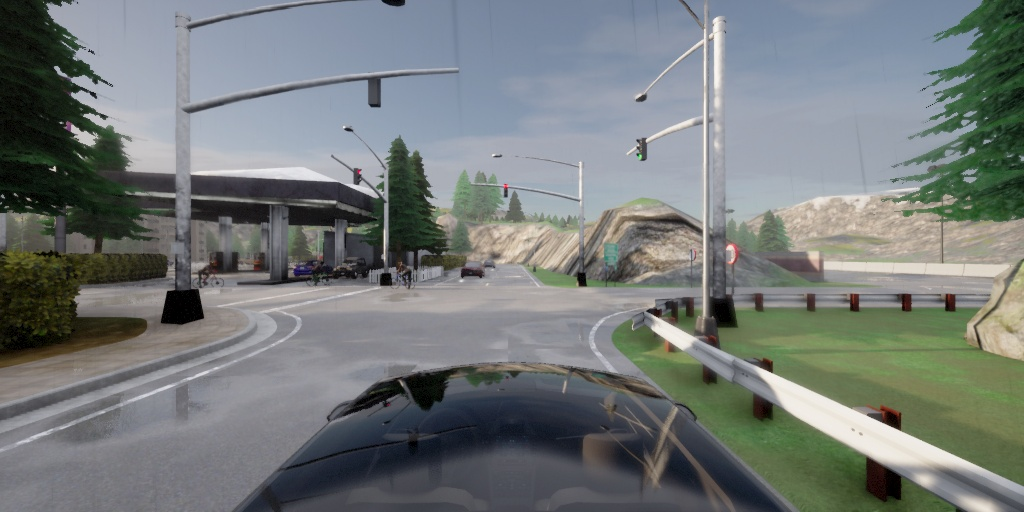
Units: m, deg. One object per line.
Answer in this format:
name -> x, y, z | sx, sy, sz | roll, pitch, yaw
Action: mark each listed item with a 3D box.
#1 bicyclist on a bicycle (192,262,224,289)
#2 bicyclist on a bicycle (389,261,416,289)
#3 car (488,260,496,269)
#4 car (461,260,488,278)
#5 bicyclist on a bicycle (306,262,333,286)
bicyclist on a bicycle -> -18.539, 1.190, 21.907 | 1.656, 1.620, 0.582 | 0, -1, -15
bicyclist on a bicycle -> -6.289, 1.115, 20.588 | 1.656, 1.620, 0.582 | 0, -1, 12
car -> -3.537, 1.297, 55.689 | 2.033, 1.411, 5.357 | 0, 0, 0
car -> -3.576, 1.228, 33.469 | 1.882, 1.535, 5.008 | 0, 0, 0
bicyclist on a bicycle -> -13.084, 1.203, 24.373 | 1.656, 1.620, 0.582 | 0, 0, -40
